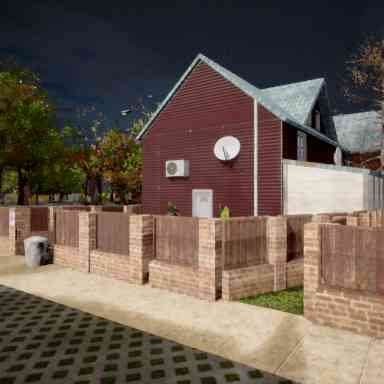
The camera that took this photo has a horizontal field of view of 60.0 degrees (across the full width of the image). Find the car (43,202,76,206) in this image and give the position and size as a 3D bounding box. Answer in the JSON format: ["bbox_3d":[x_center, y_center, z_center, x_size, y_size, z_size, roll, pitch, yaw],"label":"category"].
[{"bbox_3d":[-11.881,1.616,29.187,2.033,1.411,5.357,0,0,35],"label":"car"}]
